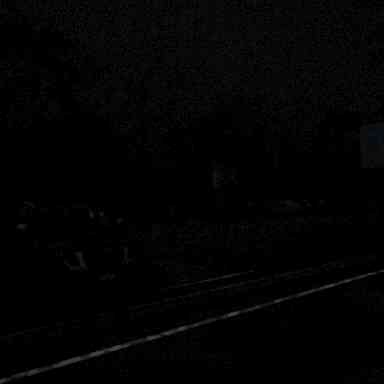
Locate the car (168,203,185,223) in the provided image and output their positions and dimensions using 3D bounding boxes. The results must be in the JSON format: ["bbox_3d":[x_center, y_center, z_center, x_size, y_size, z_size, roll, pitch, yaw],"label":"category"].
[{"bbox_3d":[-2.437,1.479,24.914,2.163,1.488,4.792,0,0,-36],"label":"car"}]

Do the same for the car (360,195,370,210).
[{"bbox_3d":[17.848,1.408,39.490,2.163,1.488,4.792,0,0,-36],"label":"car"}]

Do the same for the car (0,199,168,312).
[{"bbox_3d":[-3.153,1.230,8.323,2.435,2.045,5.566,0,0,-36],"label":"car"}]

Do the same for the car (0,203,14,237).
[{"bbox_3d":[-11.488,1.485,18.485,2.231,1.521,4.892,0,0,-36],"label":"car"}]

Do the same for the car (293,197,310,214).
[{"bbox_3d":[8.836,1.448,33.008,2.002,1.452,4.674,0,0,-36],"label":"car"}]

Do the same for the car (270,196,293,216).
[{"bbox_3d":[6.580,1.416,31.391,2.097,1.535,5.008,0,0,-36],"label":"car"}]

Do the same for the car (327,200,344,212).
[{"bbox_3d":[13.347,1.393,36.244,2.097,1.535,5.008,0,0,-36],"label":"car"}]

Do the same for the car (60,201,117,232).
[{"bbox_3d":[-6.862,1.464,21.557,1.946,1.575,5.366,0,0,-36],"label":"car"}]

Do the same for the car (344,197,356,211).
[{"bbox_3d":[15.611,1.387,37.848,2.231,1.521,4.892,0,0,-36],"label":"car"}]

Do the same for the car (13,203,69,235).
[{"bbox_3d":[-9.244,1.505,20.117,2.163,1.488,4.792,0,0,-36],"label":"car"}]

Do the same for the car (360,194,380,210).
[{"bbox_3d":[20.230,1.369,40.929,1.946,1.575,5.366,0,0,-36],"label":"car"}]

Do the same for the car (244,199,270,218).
[{"bbox_3d":[4.320,1.464,29.777,2.002,1.452,4.674,0,0,-36],"label":"car"}]

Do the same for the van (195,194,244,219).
[{"bbox_3d":[1.993,1.207,28.260,1.878,1.987,4.442,0,0,-36],"label":"van"}]

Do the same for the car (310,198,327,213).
[{"bbox_3d":[11.074,1.275,34.650,2.185,1.767,4.553,0,0,-36],"label":"car"}]
